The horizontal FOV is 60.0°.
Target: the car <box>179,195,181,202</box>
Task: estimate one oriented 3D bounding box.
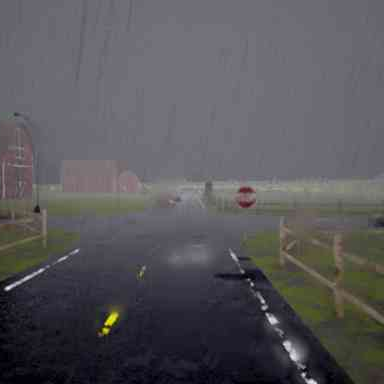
[{"bbox_3d":[-2.752,1.008,54.467,1.895,1.301,4.718,0,1,0],"label":"car"}]

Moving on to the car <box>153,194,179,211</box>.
[{"bbox_3d":[-2.749,0.951,33.981,2.097,1.767,4.553,0,0,0],"label":"car"}]
